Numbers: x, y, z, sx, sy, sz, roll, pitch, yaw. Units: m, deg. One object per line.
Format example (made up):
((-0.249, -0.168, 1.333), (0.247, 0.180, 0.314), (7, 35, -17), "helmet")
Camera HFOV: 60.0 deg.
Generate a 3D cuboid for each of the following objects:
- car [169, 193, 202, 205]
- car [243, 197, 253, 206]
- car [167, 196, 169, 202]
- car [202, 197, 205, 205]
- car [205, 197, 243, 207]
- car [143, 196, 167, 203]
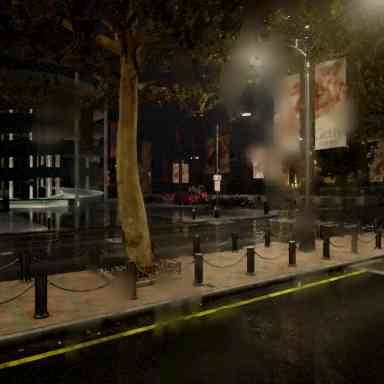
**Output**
((-1.166, 1.221, 58.921), (2.150, 2.045, 5.566), (0, 0, -36), "car")
((7.500, 1.491, 52.763), (2.128, 1.511, 4.902), (0, 0, -35), "car")
((-4.461, 1.526, 68.535), (1.812, 1.442, 4.674), (0, 0, -44), "car")
((1.854, 1.547, 60.713), (2.033, 1.411, 5.357), (0, 0, -36), "car")
((4.743, 1.547, 50.619), (2.033, 1.411, 5.357), (0, 0, -35), "car")
((-7.826, 1.478, 66.762), (5.008, 1.535, 1.882), (0, 0, 42), "car")
